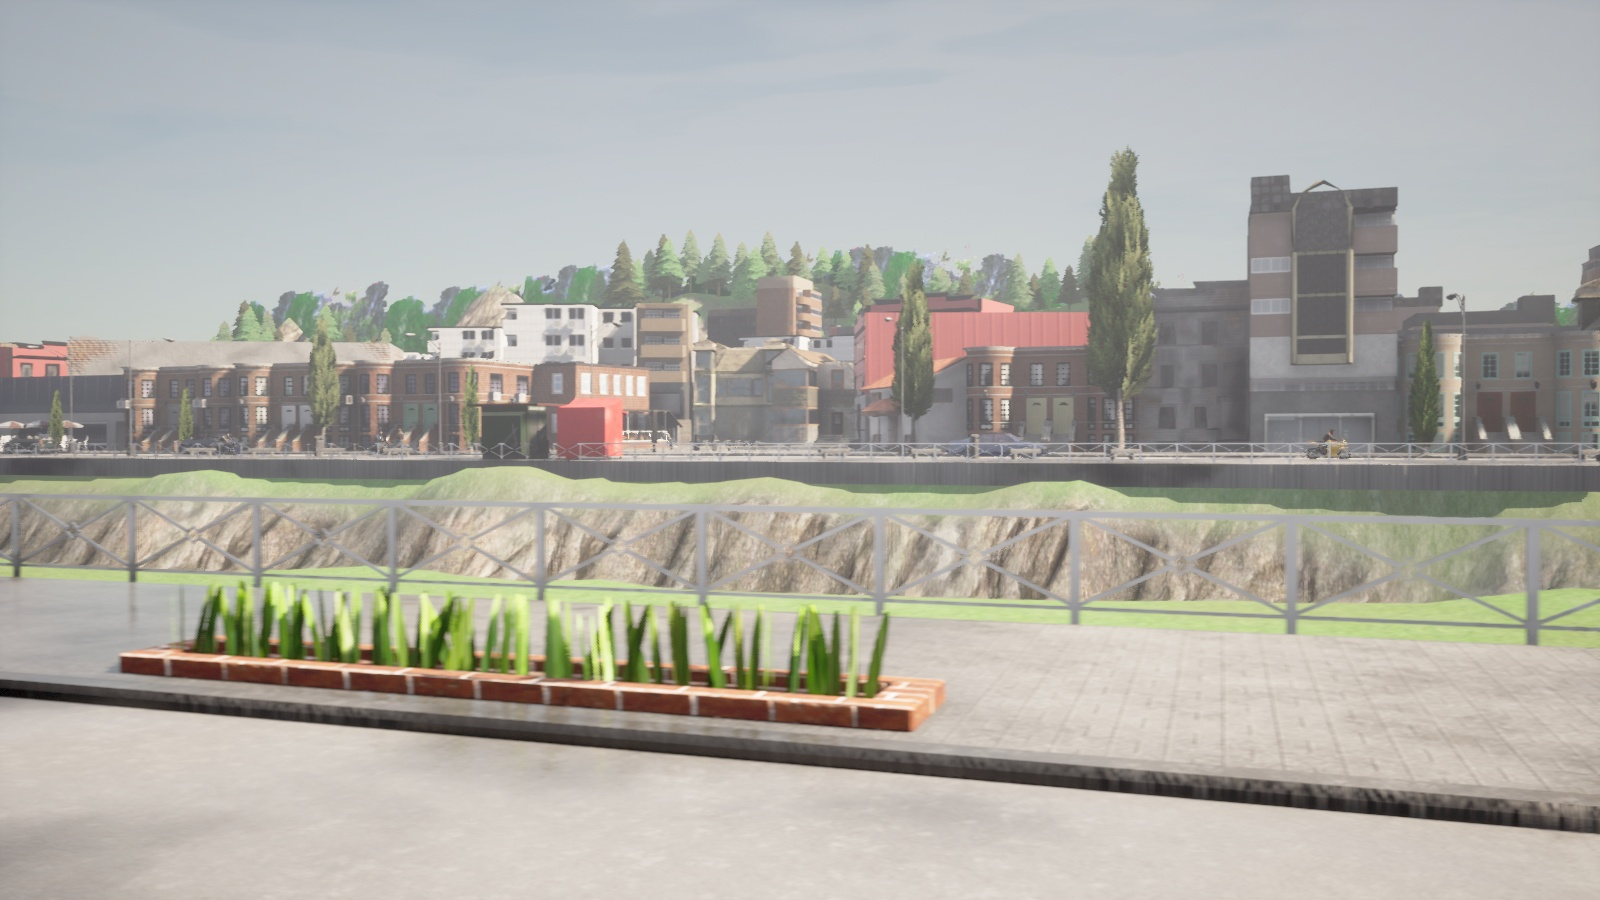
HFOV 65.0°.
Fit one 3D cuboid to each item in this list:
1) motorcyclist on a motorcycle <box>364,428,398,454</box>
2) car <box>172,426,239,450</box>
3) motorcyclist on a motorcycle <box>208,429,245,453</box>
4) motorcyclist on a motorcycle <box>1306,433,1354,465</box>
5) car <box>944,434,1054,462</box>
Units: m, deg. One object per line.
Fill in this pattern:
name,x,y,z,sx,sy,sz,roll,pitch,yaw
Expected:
motorcyclist on a motorcycle,-25.862,-0.559,77.515,1.817,1.590,0.866,1,1,19
car,-41.111,-0.821,86.859,3.988,1.617,1.851,1,1,19
motorcyclist on a motorcycle,-37.112,-0.580,81.298,2.191,1.530,0.866,1,1,19
motorcyclist on a motorcycle,25.413,-0.061,60.282,2.044,1.523,0.797,1,1,19
car,10.373,-0.133,65.338,5.357,1.411,2.033,1,1,19
